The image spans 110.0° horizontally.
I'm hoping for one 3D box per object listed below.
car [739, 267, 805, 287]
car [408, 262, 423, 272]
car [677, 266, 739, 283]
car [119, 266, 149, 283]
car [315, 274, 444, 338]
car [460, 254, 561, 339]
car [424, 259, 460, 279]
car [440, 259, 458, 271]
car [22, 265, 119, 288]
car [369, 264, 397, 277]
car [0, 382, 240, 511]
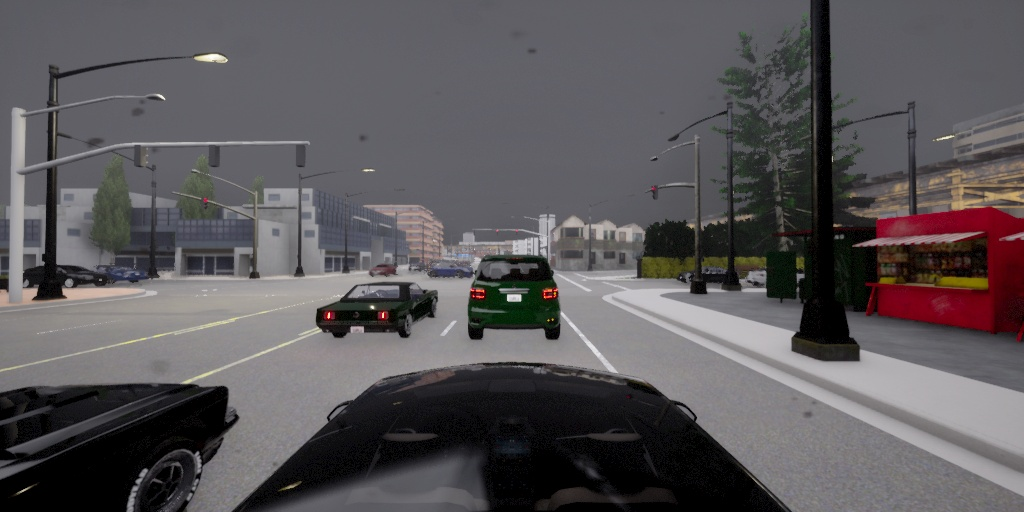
[{"bbox_3d":[17.896,1.355,23.383,4.674,1.442,1.812,0,-1,1],"label":"car"},{"bbox_3d":[-14.117,1.651,53.582,2.128,1.511,4.902,0,0,0],"label":"car"},{"bbox_3d":[14.753,1.443,27.089,4.181,1.385,1.994,0,-1,0],"label":"car"},{"bbox_3d":[-30.925,1.429,27.308,5.357,1.411,2.033,0,-1,3],"label":"car"},{"bbox_3d":[-3.435,1.366,10.223,1.895,1.301,4.718,0,0,0],"label":"car"},{"bbox_3d":[0.062,0.984,10.206,2.150,2.045,5.566,0,0,0],"label":"car"},{"bbox_3d":[-5.813,1.337,35.074,4.553,1.767,2.097,0,-1,20],"label":"car"},{"bbox_3d":[-10.602,1.498,60.605,2.097,1.767,4.553,0,0,0],"label":"car"},{"bbox_3d":[-29.637,1.339,23.733,4.892,1.490,1.837,0,-1,1],"label":"car"},{"bbox_3d":[-14.145,1.565,39.621,1.812,1.442,4.674,0,-1,1],"label":"car"},{"bbox_3d":[-3.402,1.351,1.084,1.895,1.301,4.718,0,0,0],"label":"car"}]
